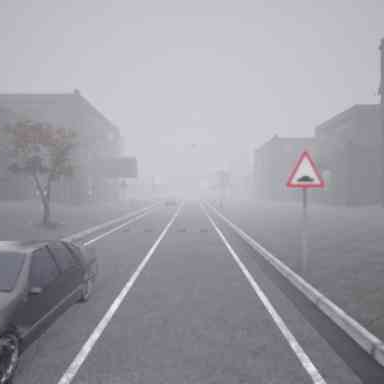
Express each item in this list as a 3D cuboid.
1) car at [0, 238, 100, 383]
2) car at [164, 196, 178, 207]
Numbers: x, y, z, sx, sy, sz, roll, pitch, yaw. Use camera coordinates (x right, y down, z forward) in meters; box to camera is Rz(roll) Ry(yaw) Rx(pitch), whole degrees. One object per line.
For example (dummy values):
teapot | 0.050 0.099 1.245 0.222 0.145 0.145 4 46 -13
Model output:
car | -3.002 1.532 5.411 2.033 1.411 5.357 0 0 0
car | -3.046 1.346 48.422 2.033 1.411 5.357 0 0 0
